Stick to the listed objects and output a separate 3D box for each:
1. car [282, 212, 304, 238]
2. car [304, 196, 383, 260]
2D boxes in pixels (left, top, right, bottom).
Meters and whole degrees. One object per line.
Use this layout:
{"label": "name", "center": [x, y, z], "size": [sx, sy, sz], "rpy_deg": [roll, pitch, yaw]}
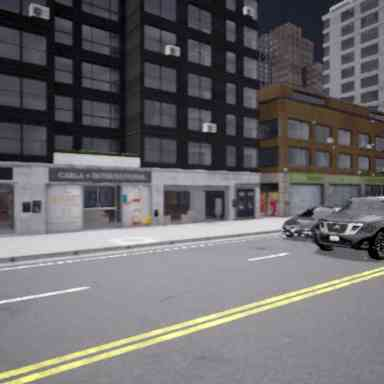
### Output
{"label": "car", "center": [6.467, 1.469, 16.269], "size": [4.892, 1.490, 1.837], "rpy_deg": [0, 0, -35]}
{"label": "car", "center": [6.986, 1.191, 12.653], "size": [5.566, 2.045, 2.150], "rpy_deg": [0, 0, -36]}
